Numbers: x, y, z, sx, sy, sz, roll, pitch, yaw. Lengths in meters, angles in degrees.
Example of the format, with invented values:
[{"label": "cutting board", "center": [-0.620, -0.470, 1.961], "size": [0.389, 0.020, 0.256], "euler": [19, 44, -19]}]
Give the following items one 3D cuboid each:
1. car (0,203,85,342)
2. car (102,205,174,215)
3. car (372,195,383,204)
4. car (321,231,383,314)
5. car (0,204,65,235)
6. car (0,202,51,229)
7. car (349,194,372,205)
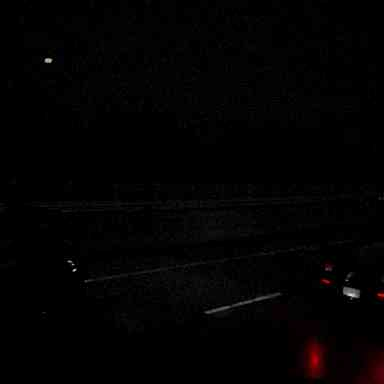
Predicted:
[{"label": "car", "center": [-4.513, 1.221, 4.831], "size": [5.566, 2.045, 2.150], "euler": [0, 0, -35]}, {"label": "car", "center": [-3.265, 1.502, 18.799], "size": [4.902, 1.511, 2.128], "euler": [0, 0, -35]}, {"label": "car", "center": [25.792, 0.902, 42.714], "size": [4.553, 1.767, 2.097], "euler": [-2, 1, -33]}, {"label": "car", "center": [4.591, 1.538, 6.973], "size": [4.674, 1.442, 1.812], "euler": [0, 0, -35]}, {"label": "car", "center": [-9.883, 1.480, 18.416], "size": [5.008, 1.535, 1.882], "euler": [0, 0, -35]}, {"label": "car", "center": [-11.874, 1.480, 21.295], "size": [5.008, 1.535, 1.882], "euler": [0, 0, -35]}, {"label": "car", "center": [23.399, 1.066, 45.333], "size": [4.892, 1.490, 1.837], "euler": [-2, 1, -33]}]
